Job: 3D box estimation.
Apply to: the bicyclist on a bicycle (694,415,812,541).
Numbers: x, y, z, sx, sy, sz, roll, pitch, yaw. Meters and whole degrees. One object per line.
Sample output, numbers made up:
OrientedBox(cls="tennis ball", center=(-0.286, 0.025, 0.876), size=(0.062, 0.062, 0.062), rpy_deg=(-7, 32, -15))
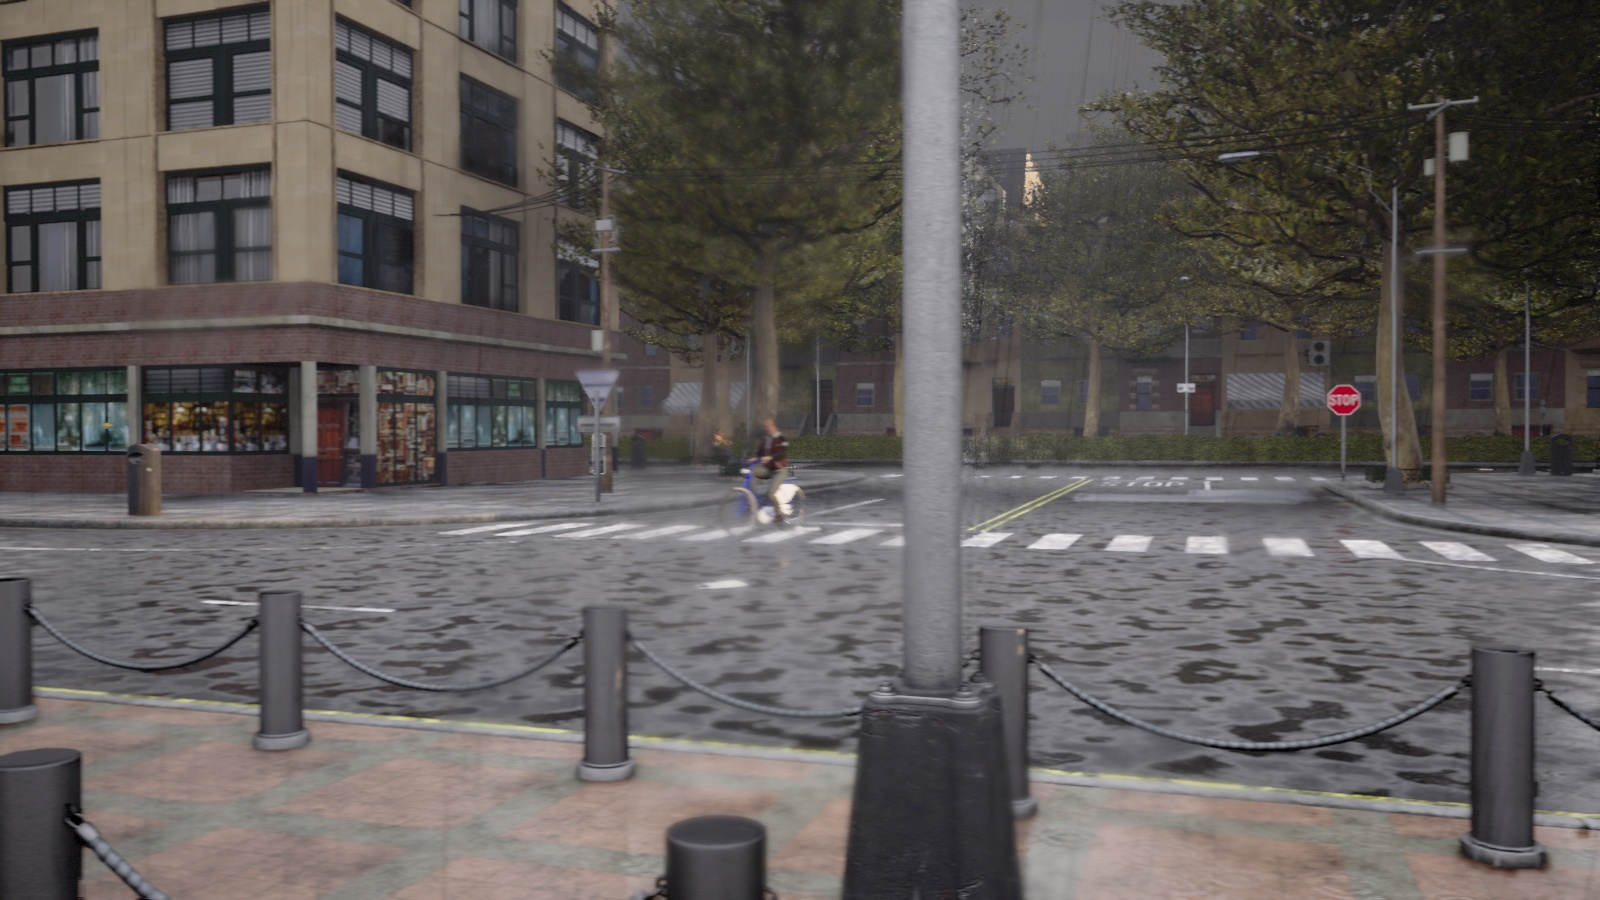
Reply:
OrientedBox(cls="bicyclist on a bicycle", center=(-0.673, 0.395, 18.705), size=(0.659, 1.776, 1.843), rpy_deg=(-1, 0, 41))
